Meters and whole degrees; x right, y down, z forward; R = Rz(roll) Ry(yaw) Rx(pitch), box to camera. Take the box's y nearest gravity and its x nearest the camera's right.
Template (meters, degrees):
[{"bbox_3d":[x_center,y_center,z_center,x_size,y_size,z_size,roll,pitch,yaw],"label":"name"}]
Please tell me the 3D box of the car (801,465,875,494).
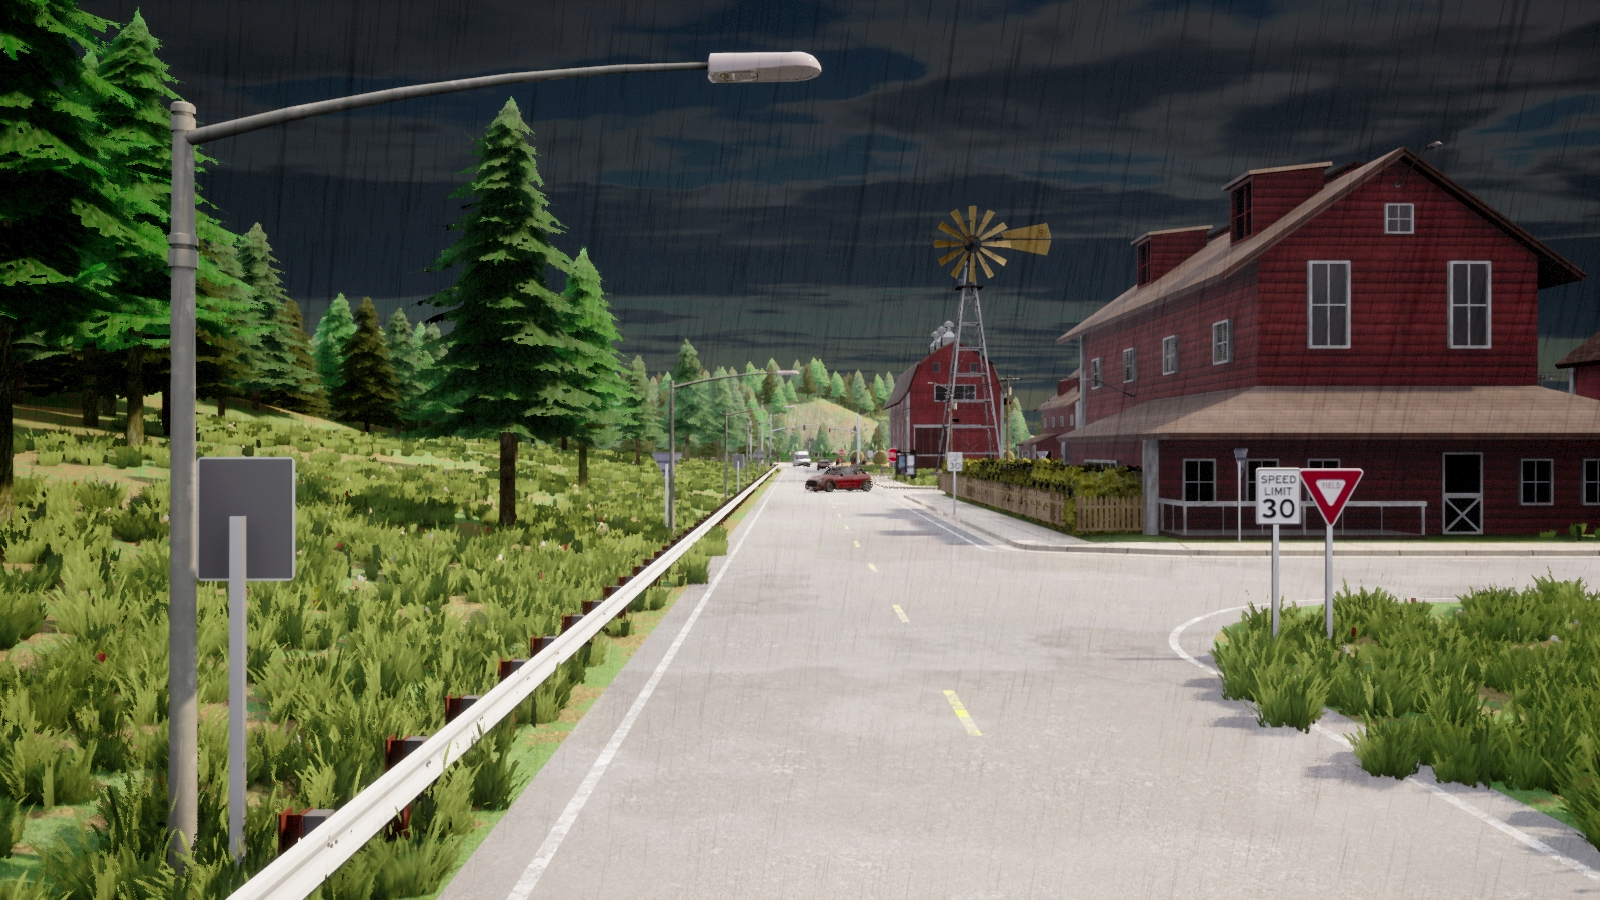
[{"bbox_3d":[2.506,1.906,75.227,4.553,1.767,2.097,0,0,-36],"label":"car"}]
